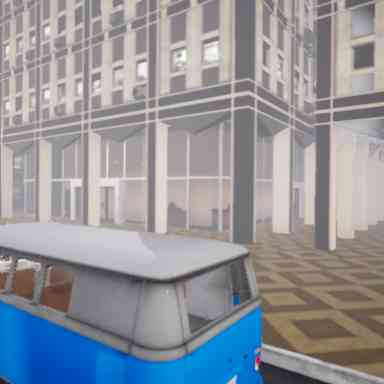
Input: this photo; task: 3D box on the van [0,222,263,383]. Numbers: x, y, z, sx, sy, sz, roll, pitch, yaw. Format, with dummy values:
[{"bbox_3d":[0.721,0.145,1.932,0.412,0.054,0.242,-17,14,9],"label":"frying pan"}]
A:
[{"bbox_3d":[-1.219,1.317,3.739,3.998,1.788,1.690,1,0,35],"label":"van"}]
